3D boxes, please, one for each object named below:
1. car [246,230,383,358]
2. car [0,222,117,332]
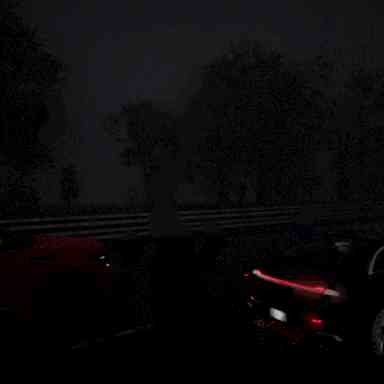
[{"bbox_3d":[3.163,1.448,5.950,4.902,1.511,2.128,0,0,-35],"label":"car"},{"bbox_3d":[-4.029,1.221,5.156,5.566,2.045,2.150,0,0,-36],"label":"car"}]
